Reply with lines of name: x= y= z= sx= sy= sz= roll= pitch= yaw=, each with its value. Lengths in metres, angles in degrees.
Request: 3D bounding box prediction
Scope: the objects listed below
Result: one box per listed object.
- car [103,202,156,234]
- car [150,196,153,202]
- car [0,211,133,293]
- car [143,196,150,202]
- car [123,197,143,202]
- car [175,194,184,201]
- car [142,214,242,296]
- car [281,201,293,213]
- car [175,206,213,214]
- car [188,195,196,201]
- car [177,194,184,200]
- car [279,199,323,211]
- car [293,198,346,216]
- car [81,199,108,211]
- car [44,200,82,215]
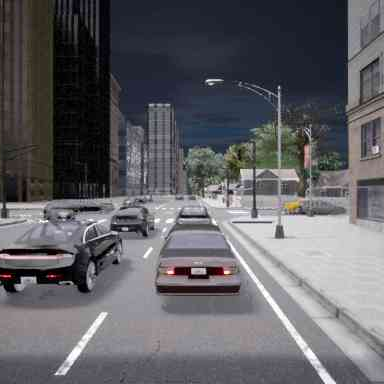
car: x=-3.145 y=1.504 z=18.116 sx=1.837 sy=1.490 sz=4.892 roll=0 pitch=0 yaw=0
car: x=-9.731 y=1.517 z=73.229 sx=1.812 sy=1.442 sz=4.674 roll=0 pitch=0 yaw=0
car: x=-3.149 y=1.492 z=8.856 sx=2.128 sy=1.511 sz=4.902 roll=0 pitch=0 yaw=0
car: x=-9.776 y=1.594 z=63.117 sx=1.895 sy=1.301 sz=4.718 roll=0 pitch=0 yaw=1
car: x=-9.812 y=1.486 z=53.797 sx=2.128 sy=1.511 sz=4.902 roll=0 pitch=0 yaw=1
car: x=-3.228 y=1.341 z=83.923 sx=2.097 sy=1.767 sz=4.553 roll=0 pitch=0 yaw=0
car: x=0.093 y=1.545 z=8.785 sx=2.033 sy=1.411 sz=5.357 roll=0 pitch=0 yaw=-1
car: x=11.955 y=1.460 z=34.048 sx=5.008 sy=1.535 sz=1.882 roll=0 pitch=-1 yaw=0
car: x=0.103 y=1.491 z=17.839 sx=2.128 sy=1.511 sz=4.902 roll=0 pitch=0 yaw=0
car: x=0.022 y=1.494 z=84.129 sx=1.837 sy=1.490 sz=4.892 roll=0 pitch=0 yaw=0
car: x=-3.225 y=1.310 z=93.958 sx=1.882 sy=1.535 sz=5.008 roll=0 pitch=0 yaw=0
car: x=13.293 y=1.554 z=40.739 sx=4.892 sy=1.490 sz=1.837 roll=0 pitch=-1 yaw=0
car: x=11.975 y=1.513 z=30.797 sx=4.181 sy=1.385 sz=1.994 roll=0 pitch=-1 yaw=0
car: x=-10.382 y=1.486 z=34.188 sx=4.902 sy=1.511 sz=2.128 roll=0 pitch=0 yaw=0
car: x=-10.398 y=1.490 z=26.037 sx=2.128 sy=1.511 sz=4.902 roll=1 pitch=0 yaw=-30
